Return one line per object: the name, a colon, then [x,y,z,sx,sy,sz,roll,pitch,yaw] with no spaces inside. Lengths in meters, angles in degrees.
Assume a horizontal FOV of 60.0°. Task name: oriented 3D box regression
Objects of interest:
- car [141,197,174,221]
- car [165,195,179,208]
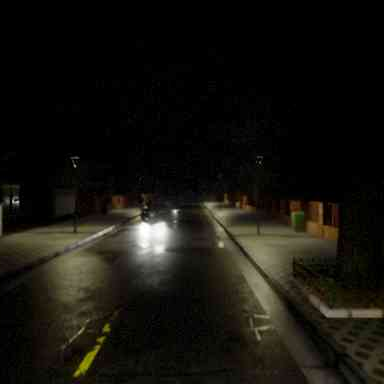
car: [-2.797,1.391,25.957,2.128,1.511,4.902,0,0,0]
car: [-2.795,1.139,42.781,1.812,1.442,4.674,0,0,0]
